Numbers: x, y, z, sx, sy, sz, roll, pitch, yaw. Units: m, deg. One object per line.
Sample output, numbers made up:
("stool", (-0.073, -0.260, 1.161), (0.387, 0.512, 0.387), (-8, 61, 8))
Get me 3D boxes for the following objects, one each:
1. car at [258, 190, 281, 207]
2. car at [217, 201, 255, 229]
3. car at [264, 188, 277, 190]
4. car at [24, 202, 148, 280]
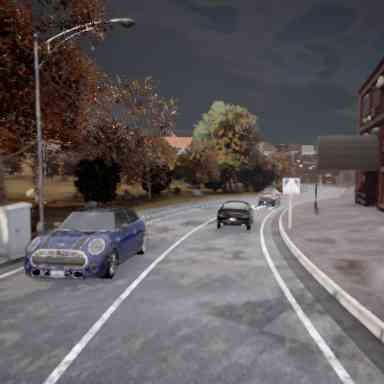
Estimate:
("car", (8.747, 0.876, 37.480), (1.812, 1.442, 4.674), (2, 2, 24))
("car", (2.721, 1.265, 20.126), (1.882, 1.535, 5.008), (1, 1, 13))
("car", (11.625, 0.197, 50.374), (2.097, 1.767, 4.553), (3, 3, 32))
("car", (-2.801, 1.247, 9.798), (2.097, 1.767, 4.553), (1, 1, 7))
